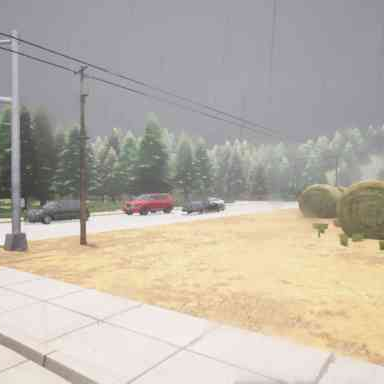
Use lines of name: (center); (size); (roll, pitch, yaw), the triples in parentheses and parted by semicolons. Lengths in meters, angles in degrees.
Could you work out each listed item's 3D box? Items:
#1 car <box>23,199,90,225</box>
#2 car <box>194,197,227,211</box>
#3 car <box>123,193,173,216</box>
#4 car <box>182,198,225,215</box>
car: (-9.926, 1.361, 24.612); (2.097, 1.767, 4.553); (0, 0, 37)
car: (2.334, 1.425, 41.070); (1.812, 1.442, 4.674); (0, 0, 37)
car: (-4.142, 1.175, 32.382); (2.150, 2.045, 5.566); (0, 1, 37)
car: (1.194, 1.475, 33.355); (2.033, 1.411, 5.357); (0, 0, 37)
